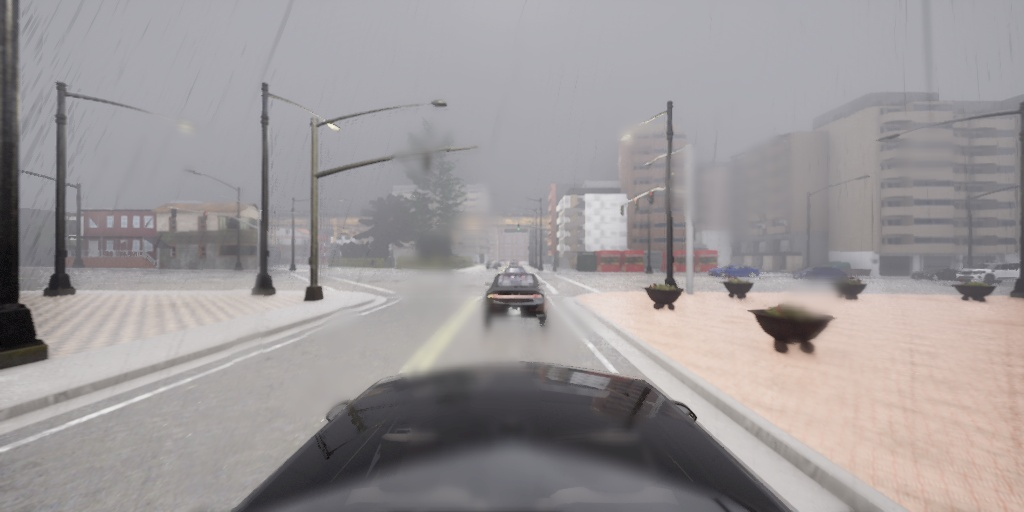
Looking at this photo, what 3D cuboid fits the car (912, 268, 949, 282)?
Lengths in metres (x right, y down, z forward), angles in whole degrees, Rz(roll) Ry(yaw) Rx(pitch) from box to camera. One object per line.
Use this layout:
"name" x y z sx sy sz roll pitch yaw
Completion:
"car" 46.623 2.011 39.023 5.008 1.535 1.882 1 0 0

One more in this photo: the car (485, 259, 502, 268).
"car" -3.309 1.540 59.370 2.128 1.511 4.902 0 0 1

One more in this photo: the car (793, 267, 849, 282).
"car" 30.585 1.799 35.550 4.674 1.442 1.812 1 0 0

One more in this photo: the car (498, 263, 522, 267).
"car" 0.192 1.455 26.860 2.033 1.411 5.357 0 0 0

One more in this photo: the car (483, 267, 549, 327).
"car" 0.117 1.294 11.785 2.128 1.511 4.902 0 0 0

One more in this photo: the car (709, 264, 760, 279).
"car" 24.107 1.671 39.030 5.008 1.535 1.882 1 0 0

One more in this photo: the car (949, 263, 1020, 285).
"car" 47.680 1.664 35.516 5.566 2.045 2.150 1 0 0
